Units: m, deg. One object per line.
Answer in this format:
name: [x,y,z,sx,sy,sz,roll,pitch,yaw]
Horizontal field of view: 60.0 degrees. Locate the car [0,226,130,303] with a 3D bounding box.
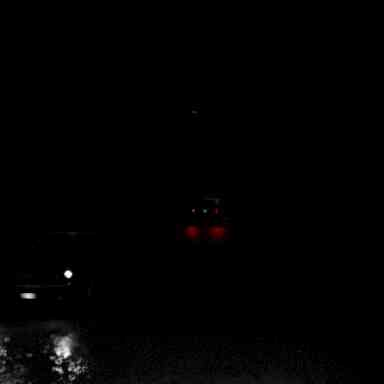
car: [-2.951,1.597,8.312,1.895,1.301,4.718,0,0,2]

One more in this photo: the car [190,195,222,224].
car: [1.025,1.335,24.793,2.097,1.767,4.553,0,0,4]

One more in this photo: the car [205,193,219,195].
car: [2.552,1.171,41.917,2.150,2.045,5.566,0,0,6]
